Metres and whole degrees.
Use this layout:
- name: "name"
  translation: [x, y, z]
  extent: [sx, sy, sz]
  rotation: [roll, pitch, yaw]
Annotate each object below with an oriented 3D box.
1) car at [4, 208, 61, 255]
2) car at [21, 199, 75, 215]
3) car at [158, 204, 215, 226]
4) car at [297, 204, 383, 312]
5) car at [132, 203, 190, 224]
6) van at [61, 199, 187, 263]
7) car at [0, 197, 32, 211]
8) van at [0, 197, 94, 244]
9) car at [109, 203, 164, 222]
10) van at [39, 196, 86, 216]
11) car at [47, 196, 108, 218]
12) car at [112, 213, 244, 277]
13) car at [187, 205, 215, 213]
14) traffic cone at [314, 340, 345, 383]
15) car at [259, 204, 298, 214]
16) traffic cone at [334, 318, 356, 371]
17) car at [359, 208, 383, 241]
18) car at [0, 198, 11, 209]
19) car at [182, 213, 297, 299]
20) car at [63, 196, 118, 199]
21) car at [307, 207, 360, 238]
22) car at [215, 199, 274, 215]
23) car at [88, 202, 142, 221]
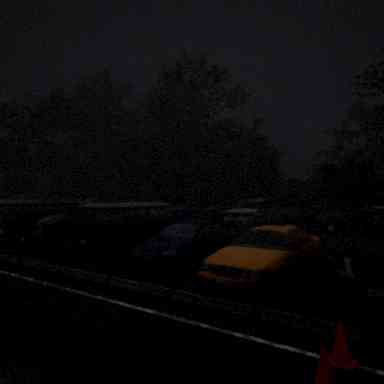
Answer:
- name: "car"
  translation: [-4.716, 1.603, 14.046]
  extent: [2.097, 1.535, 5.008]
  rotation: [0, -1, 34]
- name: "car"
  translation: [-16.295, 1.668, 37.915]
  extent: [1.946, 1.575, 5.366]
  rotation: [1, 0, 34]
- name: "car"
  translation: [-0.311, 1.760, 26.858]
  extent: [2.097, 1.535, 5.008]
  rotation: [0, -1, 34]
- name: "car"
  translation: [4.558, 1.347, 7.742]
  extent: [2.435, 2.045, 5.566]
  rotation: [0, -1, 34]
- name: "car"
  translation: [-2.504, 1.756, 28.572]
  extent: [1.946, 1.575, 5.366]
  rotation: [0, -1, 34]
- name: "van"
  translation: [-2.325, 1.378, 12.577]
  extent: [1.878, 1.987, 4.442]
  rotation: [0, -1, 34]
- name: "car"
  translation: [-23.276, 1.481, 42.457]
  extent: [2.185, 1.767, 4.553]
  rotation: [1, 0, 34]
- name: "van"
  translation: [-7.101, 1.376, 15.530]
  extent: [1.878, 1.987, 4.442]
  rotation: [0, -1, 34]
- name: "car"
  translation: [-4.919, 1.782, 29.949]
  extent: [2.163, 1.488, 4.792]
  rotation: [0, -1, 34]
- name: "van"
  translation: [-14.034, 1.465, 36.303]
  extent: [1.878, 1.987, 4.442]
  rotation: [1, 0, 34]
- name: "car"
  translation: [-11.784, 1.459, 34.673]
  extent: [2.435, 2.045, 5.566]
  rotation: [1, 0, 34]
- name: "car"
  translation: [-0.069, 1.641, 10.908]
  extent: [2.002, 1.452, 4.674]
  rotation: [0, -1, 34]
- name: "car"
  translation: [1.989, 1.763, 25.300]
  extent: [2.231, 1.521, 4.892]
  rotation: [0, -1, 34]
- name: "traffic cone"
  translation: [1.454, 2.006, 3.687]
  extent: [0.340, 0.580, 0.340]
  rotation: [0, -1, 34]
- name: "car"
  translation: [6.591, 1.760, 22.197]
  extent: [2.097, 1.535, 5.008]
  rotation: [0, -1, 34]
- name: "traffic cone"
  translation: [2.014, 2.018, 4.513]
  extent: [0.340, 0.580, 0.340]
  rotation: [0, -1, 34]
- name: "car"
  translation: [11.189, 1.759, 19.085]
  extent: [2.231, 1.521, 4.892]
  rotation: [0, -1, 34]
- name: "car"
  translation: [-27.994, 1.559, 45.390]
  extent: [1.946, 1.575, 5.366]
  rotation: [1, 0, 34]
- name: "car"
  translation: [2.147, 1.595, 9.182]
  extent: [1.946, 1.575, 5.366]
  rotation: [0, -1, 34]
- name: "car"
  translation: [-9.517, 1.474, 33.069]
  extent: [2.435, 2.045, 5.566]
  rotation: [0, -1, 34]
- name: "car"
  translation: [8.890, 1.759, 20.641]
  extent: [2.097, 1.535, 5.008]
  rotation: [0, -1, 34]
- name: "car"
  translation: [4.275, 1.509, 23.728]
  extent: [2.435, 2.045, 5.566]
  rotation: [0, -1, 34]
- name: "car"
  translation: [-7.191, 1.769, 31.558]
  extent: [2.163, 1.488, 4.792]
  rotation: [0, 0, 34]
